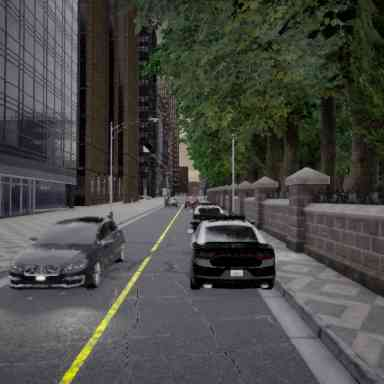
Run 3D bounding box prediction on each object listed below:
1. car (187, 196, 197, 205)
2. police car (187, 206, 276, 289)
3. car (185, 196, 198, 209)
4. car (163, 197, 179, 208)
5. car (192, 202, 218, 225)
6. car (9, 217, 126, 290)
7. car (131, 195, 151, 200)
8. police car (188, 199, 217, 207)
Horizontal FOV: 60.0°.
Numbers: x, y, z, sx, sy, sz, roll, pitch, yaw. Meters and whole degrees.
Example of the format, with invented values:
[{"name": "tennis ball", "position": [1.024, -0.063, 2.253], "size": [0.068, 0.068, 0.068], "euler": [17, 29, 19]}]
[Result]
[{"name": "car", "position": [0.017, 1.563, 61.411], "size": [1.812, 1.442, 4.674], "euler": [0, 0, 0]}, {"name": "police car", "position": [0.903, 1.427, 9.273], "size": [1.930, 1.638, 5.238], "euler": [0, 0, 0]}, {"name": "car", "position": [0.048, 1.371, 46.657], "size": [2.097, 1.767, 4.553], "euler": [0, 0, 1]}, {"name": "car", "position": [-2.986, 1.526, 48.238], "size": [1.837, 1.490, 4.892], "euler": [0, 0, 0]}, {"name": "car", "position": [0.907, 1.530, 25.167], "size": [1.812, 1.442, 4.674], "euler": [0, 0, 0]}, {"name": "car", "position": [-3.097, 1.506, 9.233], "size": [1.837, 1.490, 4.892], "euler": [0, 0, 0]}, {"name": "car", "position": [-14.612, 1.584, 93.534], "size": [4.403, 1.369, 2.008], "euler": [0, -1, 0]}, {"name": "police car", "position": [0.906, 1.428, 19.275], "size": [1.930, 1.638, 5.238], "euler": [0, 0, 0]}]
